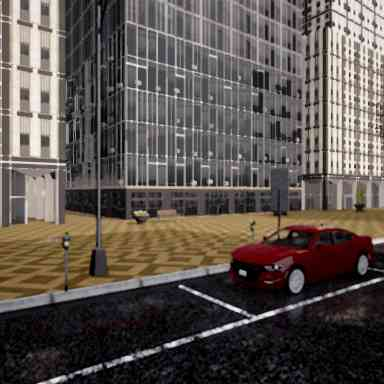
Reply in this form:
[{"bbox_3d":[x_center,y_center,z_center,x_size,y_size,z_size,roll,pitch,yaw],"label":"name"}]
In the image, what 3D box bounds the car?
[{"bbox_3d":[2.954,1.544,8.674,4.507,1.381,1.887,0,0,-36],"label":"car"}]
